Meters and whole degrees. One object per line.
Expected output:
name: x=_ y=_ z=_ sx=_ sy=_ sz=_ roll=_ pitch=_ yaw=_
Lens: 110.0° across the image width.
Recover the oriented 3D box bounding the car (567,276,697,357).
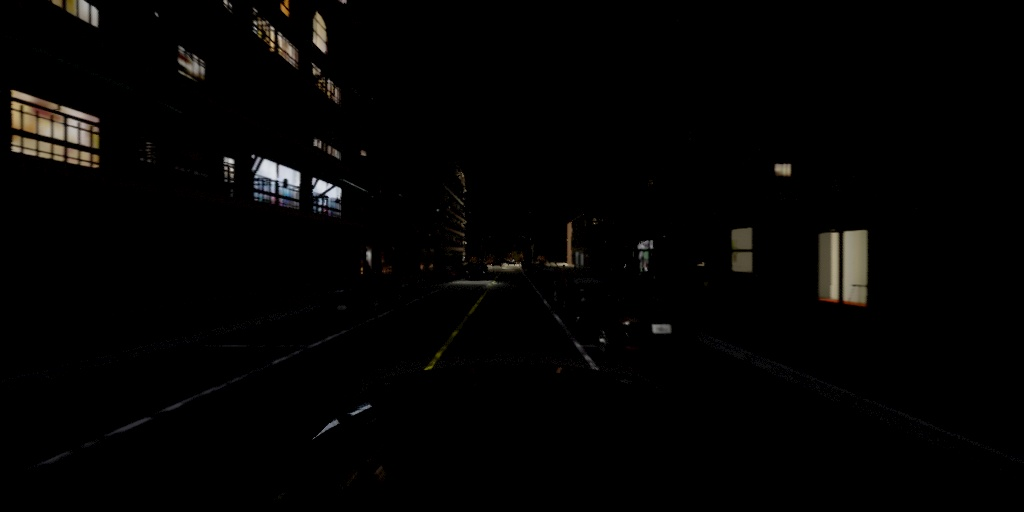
car: x=2.687 y=1.347 z=8.490 sx=1.948 sy=1.339 sz=4.313 roll=0 pitch=0 yaw=0

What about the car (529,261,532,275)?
car: x=2.682 y=1.411 z=31.370 sx=1.751 sy=1.417 sz=4.829 roll=0 pitch=0 yaw=0

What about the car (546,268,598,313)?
car: x=2.686 y=1.358 z=14.168 sx=2.007 sy=1.370 sz=4.403 roll=0 pitch=0 yaw=0

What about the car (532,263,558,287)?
car: x=2.683 y=1.405 z=25.522 sx=1.888 sy=1.381 sz=4.507 roll=0 pitch=0 yaw=0

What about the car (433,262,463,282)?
car: x=-5.700 y=1.468 z=31.226 sx=1.802 sy=1.307 sz=4.207 roll=0 pitch=0 yaw=0

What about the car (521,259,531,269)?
car: x=2.674 y=1.583 z=59.588 sx=1.948 sy=1.339 sz=4.313 roll=0 pitch=0 yaw=0

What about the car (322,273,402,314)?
car: x=-5.696 y=1.373 z=14.194 sx=1.948 sy=1.339 sz=4.313 roll=0 pitch=0 yaw=0

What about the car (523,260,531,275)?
car: x=2.678 y=1.504 z=42.555 sx=1.948 sy=1.339 sz=4.313 roll=0 pitch=0 yaw=0

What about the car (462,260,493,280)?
car: x=-3.104 y=1.372 z=33.037 sx=1.882 sy=1.535 sz=5.008 roll=0 pitch=0 yaw=0
